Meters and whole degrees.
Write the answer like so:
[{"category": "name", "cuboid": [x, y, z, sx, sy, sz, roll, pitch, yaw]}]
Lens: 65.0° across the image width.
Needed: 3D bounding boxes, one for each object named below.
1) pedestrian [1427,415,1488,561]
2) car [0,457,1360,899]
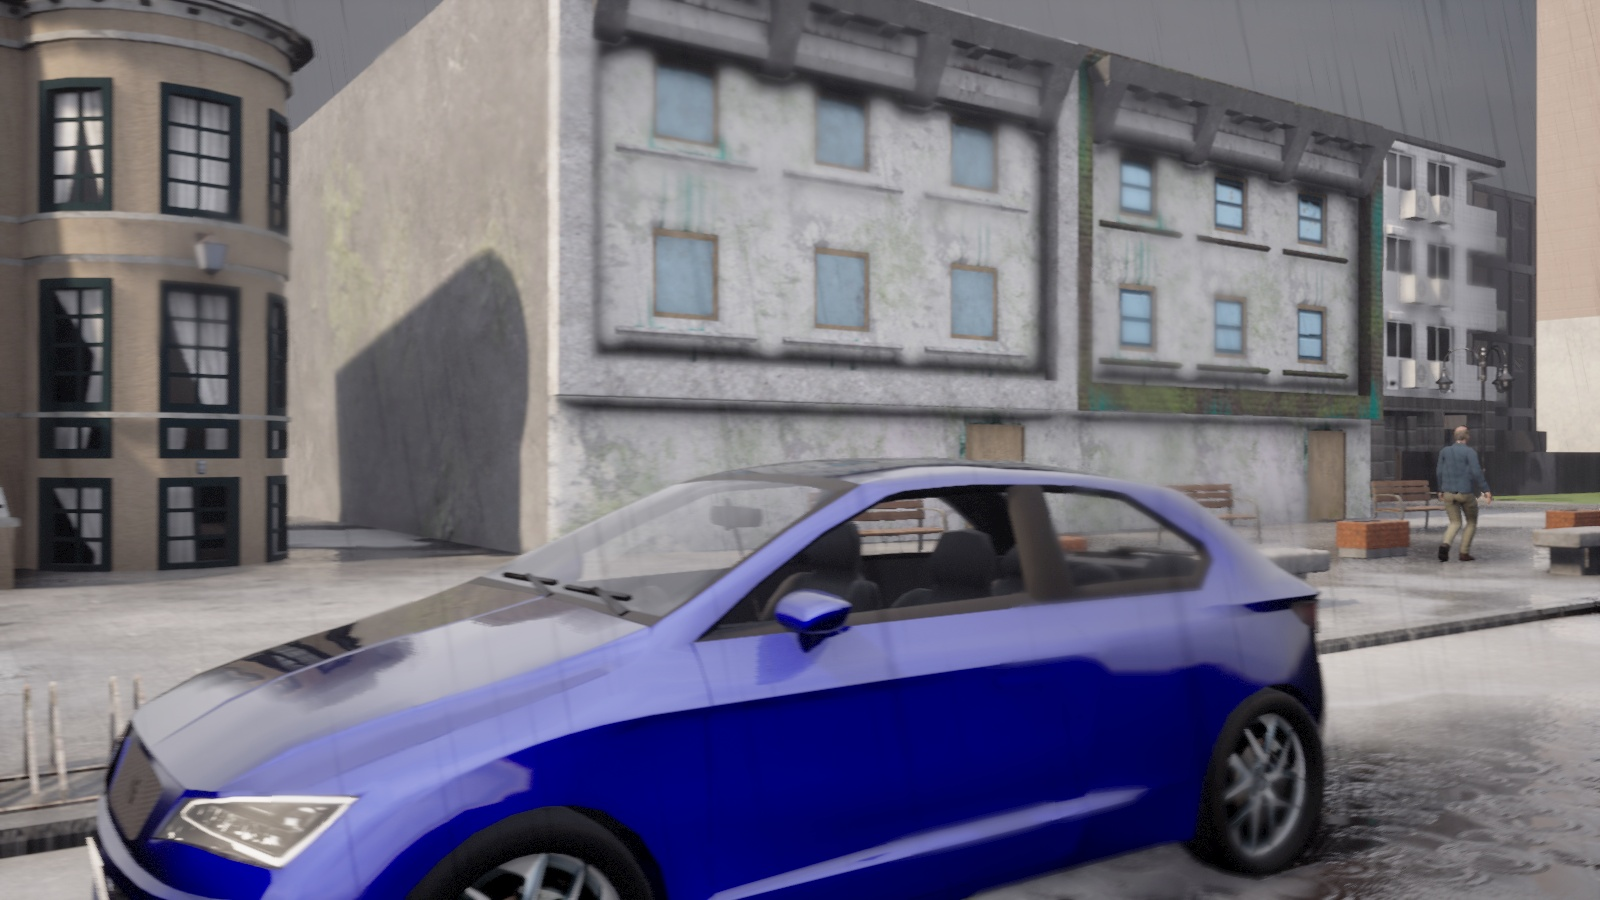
[{"category": "pedestrian", "cuboid": [8.448, 0.476, 16.128, 0.726, 1.842, 0.402, 0, 0, -35]}, {"category": "car", "cuboid": [-0.197, 0.769, 4.131, 4.193, 1.474, 1.816, 0, 0, -35]}]
